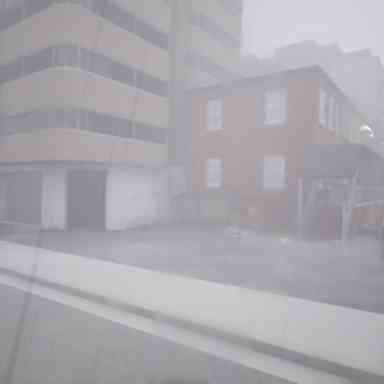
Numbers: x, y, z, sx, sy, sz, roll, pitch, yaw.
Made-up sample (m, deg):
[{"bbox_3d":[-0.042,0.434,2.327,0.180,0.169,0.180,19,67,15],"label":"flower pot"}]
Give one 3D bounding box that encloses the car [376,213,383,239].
[{"bbox_3d":[8.988,1.156,12.171,3.806,1.475,1.970,0,0,36],"label":"car"}]
